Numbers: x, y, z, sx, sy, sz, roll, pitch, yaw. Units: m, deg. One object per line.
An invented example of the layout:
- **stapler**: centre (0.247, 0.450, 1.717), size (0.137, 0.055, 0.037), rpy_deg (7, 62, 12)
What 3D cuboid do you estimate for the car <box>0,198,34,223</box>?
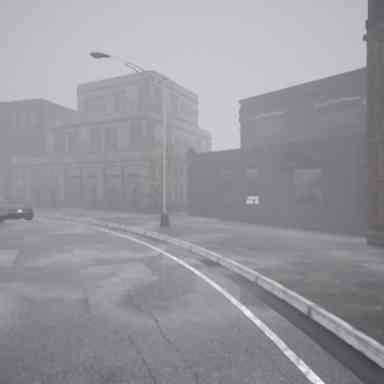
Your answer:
- **car**: centre (-11.487, 1.029, 20.133), size (4.181, 1.385, 1.994), rpy_deg (1, 1, 35)
